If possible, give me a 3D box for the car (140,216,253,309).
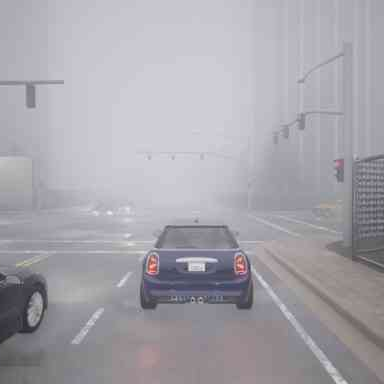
[{"bbox_3d":[0.098,1.352,8.018,2.097,1.767,4.553,0,0,0],"label":"car"}]

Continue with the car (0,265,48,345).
[{"bbox_3d":[-3.430,1.505,3.893,1.837,1.490,4.892,0,0,0],"label":"car"}]

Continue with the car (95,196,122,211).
[{"bbox_3d":[-10.501,1.351,41.277,2.097,1.767,4.553,0,0,0],"label":"car"}]

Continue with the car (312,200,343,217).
[{"bbox_3d":[13.337,1.421,29.734,5.008,1.535,1.882,0,0,0],"label":"car"}]

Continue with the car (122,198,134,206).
[{"bbox_3d":[-10.465,1.599,52.840,1.895,1.301,4.718,0,0,0],"label":"car"}]
